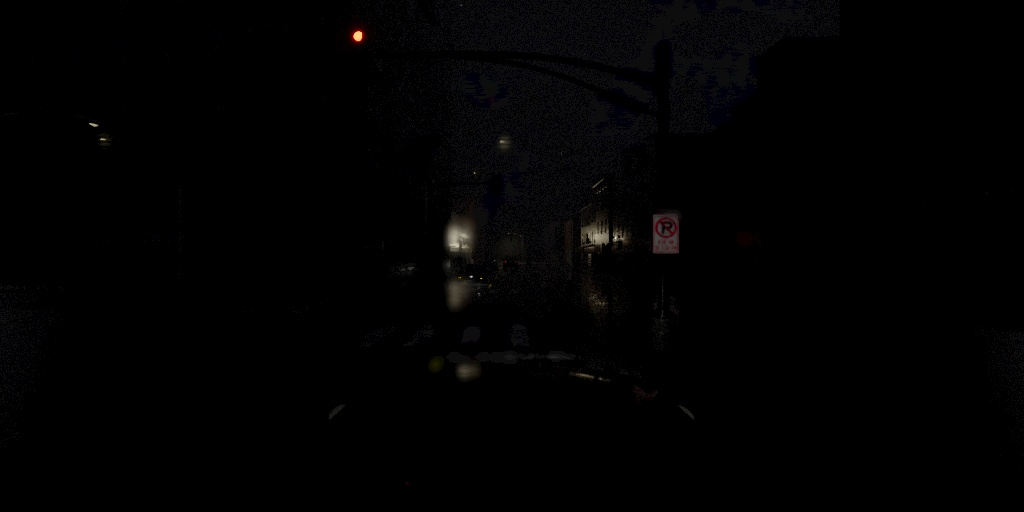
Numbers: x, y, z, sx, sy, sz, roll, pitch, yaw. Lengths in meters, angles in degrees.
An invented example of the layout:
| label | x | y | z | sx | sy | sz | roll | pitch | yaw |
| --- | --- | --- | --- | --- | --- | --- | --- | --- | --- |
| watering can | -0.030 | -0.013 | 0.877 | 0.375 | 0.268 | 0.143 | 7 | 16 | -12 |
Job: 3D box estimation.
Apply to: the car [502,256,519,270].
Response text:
| label | x | y | z | sx | sy | sz | roll | pitch | yaw |
| --- | --- | --- | --- | --- | --- | --- | --- | --- | --- |
| car | -0.198 | 0.979 | 52.573 | 2.150 | 2.045 | 5.566 | 0 | 0 | 0 |

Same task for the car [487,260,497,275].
| label | x | y | z | sx | sy | sz | roll | pitch | yaw |
| --- | --- | --- | --- | --- | --- | --- | --- | --- | --- |
| car | -2.992 | 1.300 | 38.391 | 2.033 | 1.411 | 5.357 | 0 | 0 | 0 |

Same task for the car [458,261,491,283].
| label | x | y | z | sx | sy | sz | roll | pitch | yaw |
| --- | --- | --- | --- | --- | --- | --- | --- | --- | --- |
| car | -2.951 | 1.314 | 27.900 | 1.994 | 1.385 | 4.181 | 0 | 0 | 0 |

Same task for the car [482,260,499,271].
| label | x | y | z | sx | sy | sz | roll | pitch | yaw |
| --- | --- | --- | --- | --- | --- | --- | --- | --- | --- |
| car | -3.027 | 1.304 | 50.797 | 2.033 | 1.411 | 5.357 | 0 | 0 | 0 |
